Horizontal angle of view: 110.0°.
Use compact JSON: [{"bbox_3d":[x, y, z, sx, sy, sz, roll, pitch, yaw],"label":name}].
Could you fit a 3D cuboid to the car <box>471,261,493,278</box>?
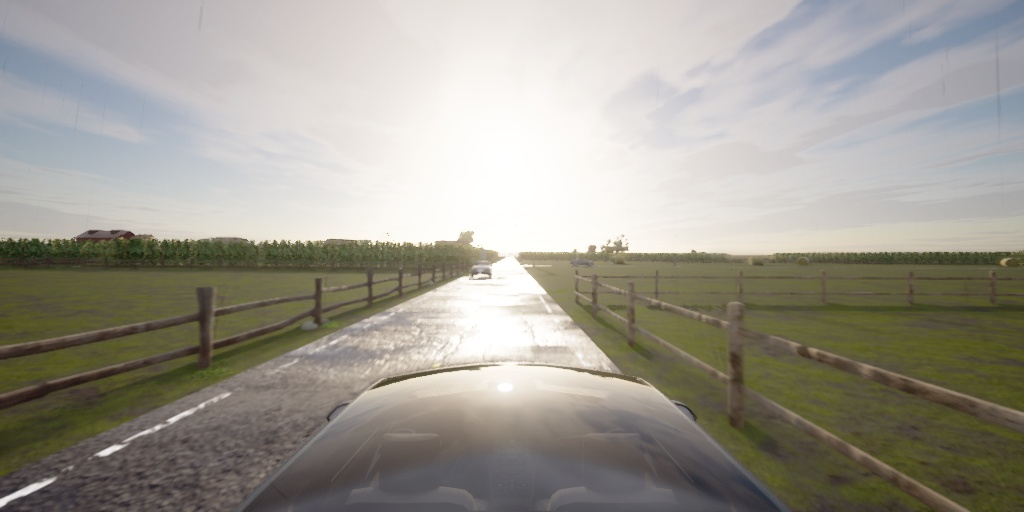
[{"bbox_3d":[-2.833,1.240,34.557,2.128,1.511,4.902,0,0,0],"label":"car"}]
